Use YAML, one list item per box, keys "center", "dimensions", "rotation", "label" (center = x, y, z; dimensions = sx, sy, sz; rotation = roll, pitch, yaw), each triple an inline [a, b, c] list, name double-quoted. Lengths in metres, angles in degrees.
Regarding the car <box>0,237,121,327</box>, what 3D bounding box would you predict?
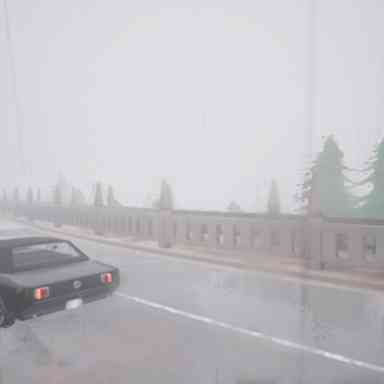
- center: [-3.699, 1.633, 7.152]
  dimensions: [4.718, 1.301, 1.895]
  rotation: [0, 0, 41]
  label: "car"
